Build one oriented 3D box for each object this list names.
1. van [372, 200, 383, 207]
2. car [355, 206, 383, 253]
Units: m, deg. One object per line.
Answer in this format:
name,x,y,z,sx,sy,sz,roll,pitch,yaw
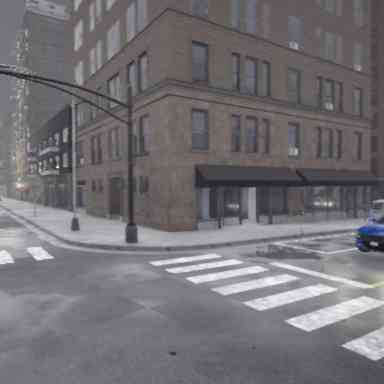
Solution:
van,10.815,1.267,17.287,3.998,1.788,1.690,0,0,-34
car,8.060,1.435,12.330,5.008,1.535,1.882,0,1,-34
